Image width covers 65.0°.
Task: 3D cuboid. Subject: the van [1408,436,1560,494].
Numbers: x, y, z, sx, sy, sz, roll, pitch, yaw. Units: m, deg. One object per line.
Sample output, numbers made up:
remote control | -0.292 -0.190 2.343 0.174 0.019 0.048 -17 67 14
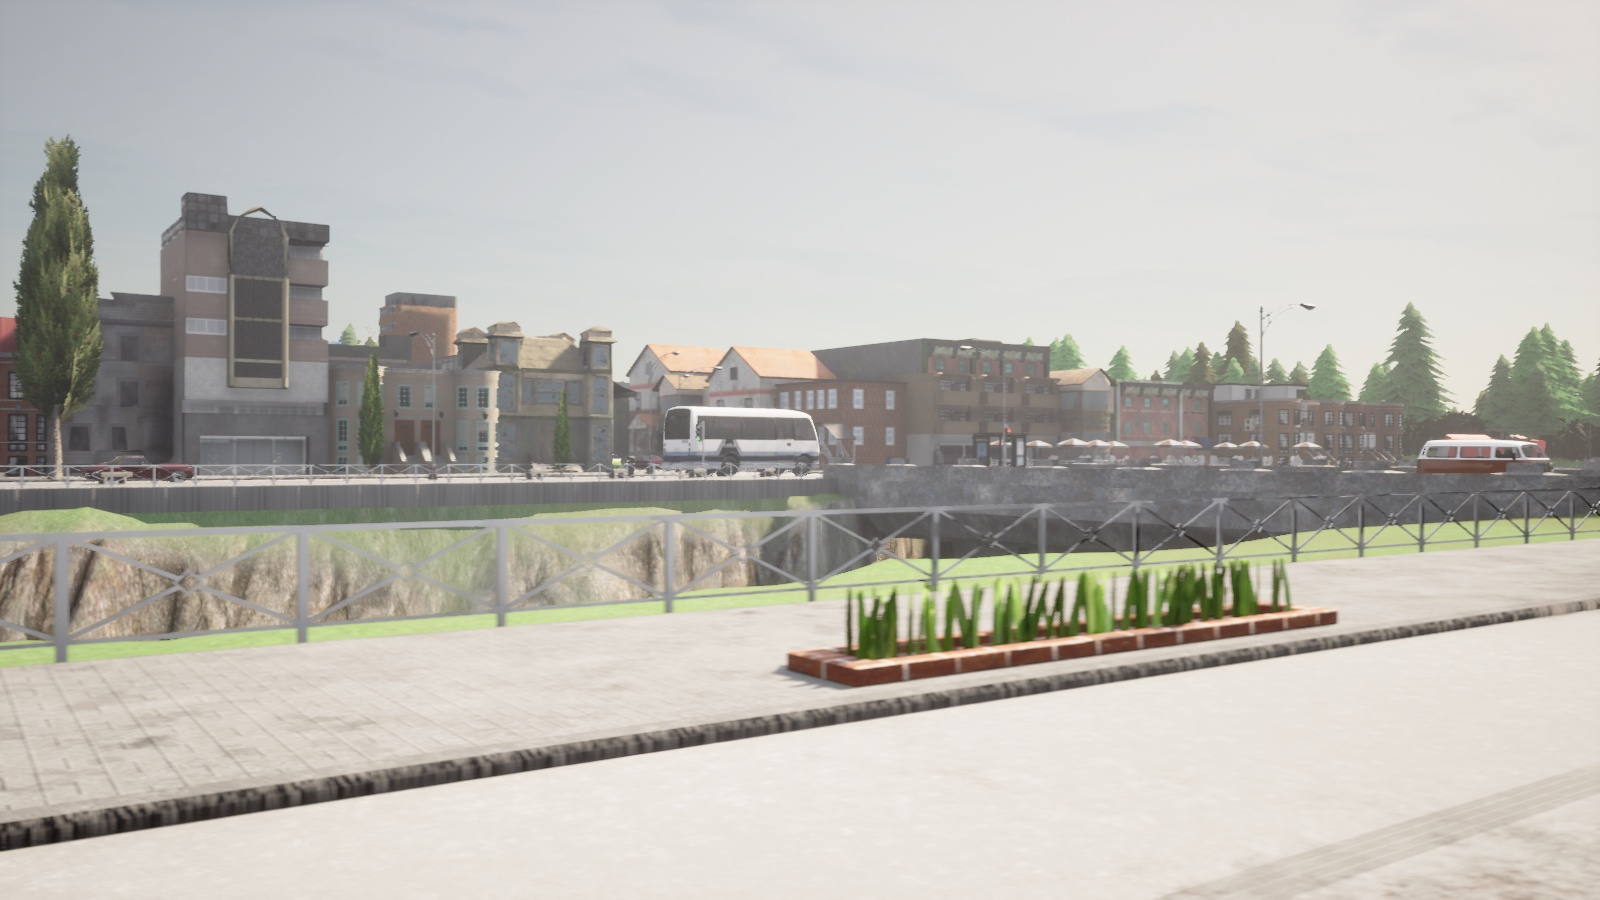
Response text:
van | 25.185 0.529 46.390 2.069 2.038 4.480 0 0 -35

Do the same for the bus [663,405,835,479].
bus | -3.040 -0.435 77.753 10.273 4.253 3.944 0 -1 -38

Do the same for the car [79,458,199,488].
car | -30.591 1.053 58.168 4.718 1.301 1.895 0 0 -35
